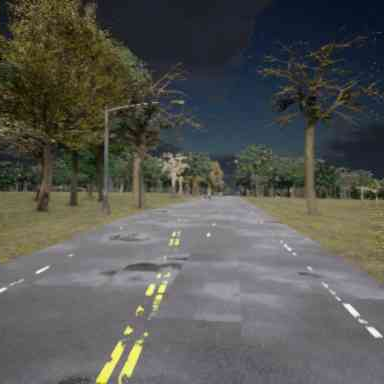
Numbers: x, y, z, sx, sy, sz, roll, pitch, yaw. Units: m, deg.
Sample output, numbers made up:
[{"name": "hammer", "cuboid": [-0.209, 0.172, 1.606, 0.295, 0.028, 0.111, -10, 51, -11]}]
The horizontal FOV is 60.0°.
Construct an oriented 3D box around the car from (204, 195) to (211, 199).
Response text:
[{"name": "car", "cuboid": [4.284, 1.404, 91.449, 2.033, 1.411, 5.357, 0, 0, 7]}]
